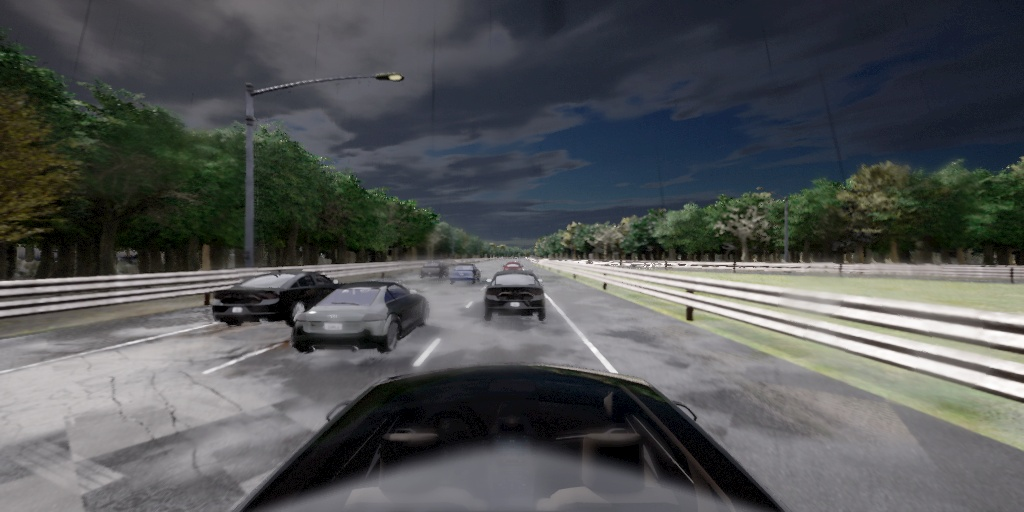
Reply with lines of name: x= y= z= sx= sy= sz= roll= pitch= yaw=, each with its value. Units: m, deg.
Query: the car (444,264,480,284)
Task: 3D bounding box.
car: x=-3.408 y=1.314 z=26.747 sx=2.033 sy=1.411 sz=5.357 roll=0 pitch=0 yaw=0

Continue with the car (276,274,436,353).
car: x=-3.399 y=1.316 z=8.833 sx=1.994 sy=1.385 sz=4.181 roll=0 pitch=0 yaw=0

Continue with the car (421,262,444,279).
car: x=-6.907 y=1.267 z=32.508 sx=2.128 sy=1.511 sz=4.902 roll=0 pitch=0 yaw=0

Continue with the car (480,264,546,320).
car: x=0.099 y=1.232 z=12.682 sx=1.882 sy=1.535 sz=5.008 roll=0 pitch=0 yaw=0

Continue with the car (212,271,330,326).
car: x=-6.901 y=1.202 z=11.486 sx=1.882 sy=1.535 sz=5.008 roll=0 pitch=0 yaw=0

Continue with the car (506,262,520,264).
car: x=0.092 y=1.302 z=33.569 sx=1.812 sy=1.442 sz=4.674 roll=0 pitch=0 yaw=0
